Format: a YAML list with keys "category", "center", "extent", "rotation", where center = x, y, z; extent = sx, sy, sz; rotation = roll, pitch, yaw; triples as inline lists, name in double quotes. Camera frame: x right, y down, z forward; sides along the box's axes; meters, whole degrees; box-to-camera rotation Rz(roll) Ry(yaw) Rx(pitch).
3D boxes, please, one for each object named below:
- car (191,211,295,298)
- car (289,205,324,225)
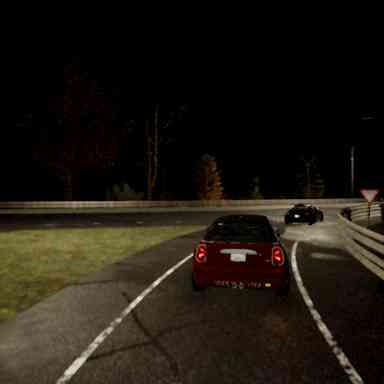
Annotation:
- category: "car"
  center: [1.387, 1.373, 8.924]
  extent: [2.097, 1.767, 4.553]
  rotation: [0, 0, 12]
- category: "car"
  center: [8.384, 1.628, 24.624]
  extent: [1.994, 1.385, 4.181]
  rotation: [0, 0, 34]
